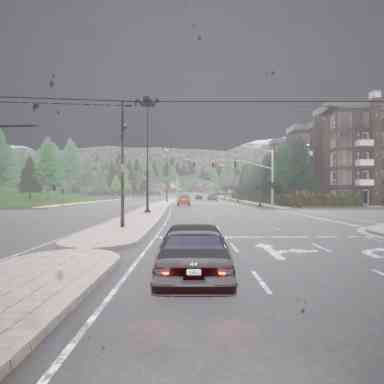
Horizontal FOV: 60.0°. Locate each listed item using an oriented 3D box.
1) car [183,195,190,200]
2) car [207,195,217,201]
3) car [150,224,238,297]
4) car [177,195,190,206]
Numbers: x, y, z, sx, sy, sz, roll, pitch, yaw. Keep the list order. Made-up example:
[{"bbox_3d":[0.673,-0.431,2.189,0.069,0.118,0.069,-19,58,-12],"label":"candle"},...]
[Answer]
[{"bbox_3d":[-1.548,1.524,95.484,1.812,1.442,4.674,0,0,0],"label":"car"},{"bbox_3d":[5.475,1.539,85.353,2.033,1.411,5.357,0,0,0],"label":"car"},{"bbox_3d":[0.042,1.547,8.736,2.033,1.411,5.357,0,0,0],"label":"car"},{"bbox_3d":[-1.359,1.352,54.481,2.097,1.767,4.553,0,0,-1],"label":"car"}]
